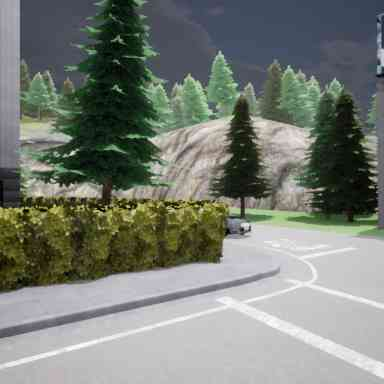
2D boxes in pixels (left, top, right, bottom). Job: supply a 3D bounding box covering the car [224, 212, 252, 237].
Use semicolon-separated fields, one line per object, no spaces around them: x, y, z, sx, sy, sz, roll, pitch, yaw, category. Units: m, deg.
1.220;1.668;19.322;2.128;1.511;4.902;0;0;-42;car
